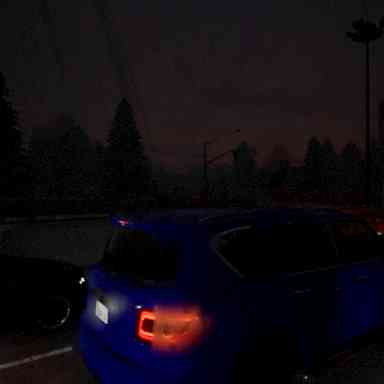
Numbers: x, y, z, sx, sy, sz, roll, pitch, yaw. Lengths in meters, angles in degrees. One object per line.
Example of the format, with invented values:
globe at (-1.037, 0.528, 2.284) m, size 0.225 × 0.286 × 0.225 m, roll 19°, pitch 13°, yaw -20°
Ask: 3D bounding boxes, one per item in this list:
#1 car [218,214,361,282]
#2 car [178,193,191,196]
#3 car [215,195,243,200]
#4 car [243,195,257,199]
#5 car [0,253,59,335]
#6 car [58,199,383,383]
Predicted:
car at (3.063, 1.510, 10.201) m, size 4.181 × 1.385 × 1.994 m, roll -1°, pitch 0°, yaw -34°
car at (-1.372, 1.016, 61.648) m, size 2.097 × 1.767 × 4.553 m, roll -1°, pitch 0°, yaw -35°
car at (4.568, 1.371, 47.097) m, size 1.895 × 1.301 × 4.718 m, roll -1°, pitch 0°, yaw -35°
car at (7.974, 1.236, 48.358) m, size 2.128 × 1.511 × 4.902 m, roll -1°, pitch 0°, yaw -36°
car at (-3.782, 1.565, 5.339) m, size 4.181 × 1.385 × 1.994 m, roll 0°, pitch 0°, yaw -36°
car at (1.342, 1.204, 4.685) m, size 5.566 × 2.045 × 2.150 m, roll -1°, pitch 0°, yaw -35°
